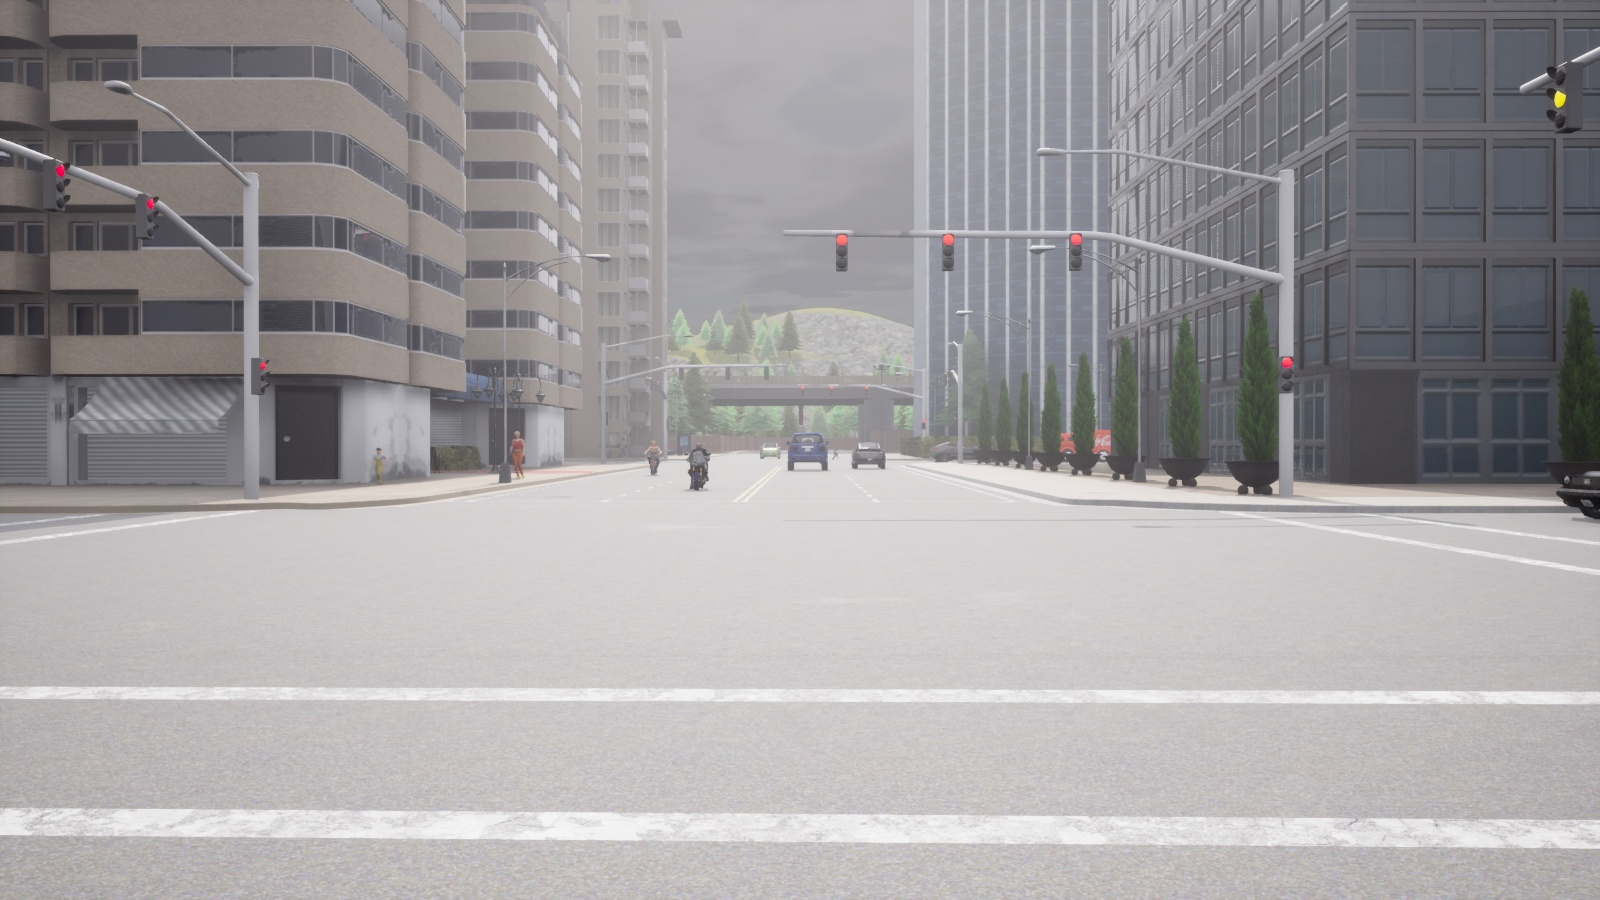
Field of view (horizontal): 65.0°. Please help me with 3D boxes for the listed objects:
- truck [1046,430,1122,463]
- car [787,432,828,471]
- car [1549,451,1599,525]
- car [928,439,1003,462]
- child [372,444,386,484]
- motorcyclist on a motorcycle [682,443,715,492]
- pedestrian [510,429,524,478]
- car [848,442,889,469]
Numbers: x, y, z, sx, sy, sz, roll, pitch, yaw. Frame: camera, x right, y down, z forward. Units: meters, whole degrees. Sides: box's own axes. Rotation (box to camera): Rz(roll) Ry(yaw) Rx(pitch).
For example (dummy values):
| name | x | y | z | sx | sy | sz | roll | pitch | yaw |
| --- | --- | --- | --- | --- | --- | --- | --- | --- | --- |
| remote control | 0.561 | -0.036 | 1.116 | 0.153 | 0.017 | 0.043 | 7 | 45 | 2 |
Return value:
| name | x | y | z | sx | sy | sz | roll | pitch | yaw |
| --- | --- | --- | --- | --- | --- | --- | --- | --- | --- |
| truck | 21.701 | -0.265 | 96.011 | 5.204 | 2.467 | 2.627 | 0 | 0 | 0 |
| car | 0.429 | 0.077 | 68.917 | 2.150 | 2.045 | 5.566 | 0 | 0 | 0 |
| car | 16.486 | 0.677 | 22.714 | 4.718 | 1.301 | 1.895 | 0 | 0 | 1 |
| car | 11.702 | 0.032 | 88.971 | 5.027 | 1.651 | 2.152 | 0 | 0 | 0 |
| child | -13.440 | 0.448 | 40.125 | 0.270 | 1.263 | 0.437 | 0 | 0 | 5 |
| motorcyclist on a motorcycle | -3.242 | 0.551 | 40.296 | 0.866 | 1.530 | 2.191 | 0 | 0 | 0 |
| pedestrian | -10.554 | 0.130 | 46.891 | 0.345 | 1.836 | 0.594 | 0 | 0 | 6 |
| car | 3.955 | 0.294 | 72.949 | 2.128 | 1.511 | 4.902 | 0 | 0 | 0 |
